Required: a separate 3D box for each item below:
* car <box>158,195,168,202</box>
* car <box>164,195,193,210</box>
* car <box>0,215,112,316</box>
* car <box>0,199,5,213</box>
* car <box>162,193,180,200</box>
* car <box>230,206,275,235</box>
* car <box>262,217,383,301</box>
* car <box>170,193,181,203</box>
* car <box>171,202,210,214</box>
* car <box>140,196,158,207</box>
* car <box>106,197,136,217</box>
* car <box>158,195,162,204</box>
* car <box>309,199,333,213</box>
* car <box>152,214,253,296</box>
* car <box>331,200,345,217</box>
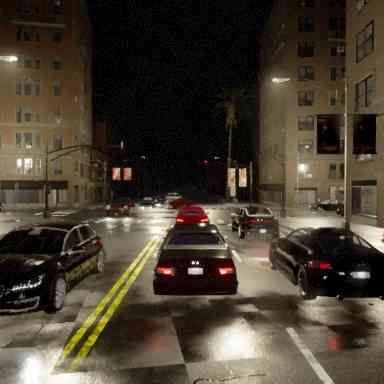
[{"bbox_3d":[-6.878,1.503,79.861,2.033,1.411,5.357,0,0,0],"label":"car"},{"bbox_3d":[-1.122,1.460,40.173,1.882,1.535,5.008,0,0,-29],"label":"car"},{"bbox_3d":[-3.387,1.505,7.721,1.837,1.490,4.892,0,0,0],"label":"car"},{"bbox_3d":[-20.515,1.398,31.822,4.674,1.442,1.812,0,1,-8],"label":"car"},{"bbox_3d":[-3.610,1.214,60.458,2.150,2.045,5.566,0,0,0],"label":"car"},{"bbox_3d":[3.169,1.502,17.303,1.837,1.490,4.892,0,0,0],"label":"car"},{"bbox_3d":[3.270,1.563,8.390,1.994,1.385,4.181,0,0,1],"label":"car"},{"bbox_3d":[-3.596,1.206,73.147,2.150,2.045,5.566,0,0,0],"label":"car"},{"bbox_3d":[0.014,1.523,18.346,1.812,1.442,4.674,0,0,0],"label":"car"},{"bbox_3d":[-6.845,1.557,52.137,1.994,1.385,4.181,0,0,-1],"label":"car"},{"bbox_3d":[-6.737,1.356,31.810,2.097,1.767,4.553,1,1,0],"label":"car"},{"bbox_3d":[-6.848,1.480,64.596,2.128,1.511,4.902,0,0,0],"label":"car"},{"bbox_3d":[15.843,1.601,37.748,4.902,1.511,2.128,0,1,2],"label":"car"},{"bbox_3d":[0.051,1.546,8.819,2.033,1.411,5.357,0,0,0],"label":"car"},{"bbox_3d":[16.063,1.762,31.808,4.313,1.339,1.947,0,0,0],"label":"car"}]
